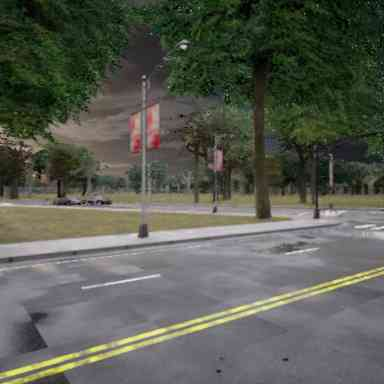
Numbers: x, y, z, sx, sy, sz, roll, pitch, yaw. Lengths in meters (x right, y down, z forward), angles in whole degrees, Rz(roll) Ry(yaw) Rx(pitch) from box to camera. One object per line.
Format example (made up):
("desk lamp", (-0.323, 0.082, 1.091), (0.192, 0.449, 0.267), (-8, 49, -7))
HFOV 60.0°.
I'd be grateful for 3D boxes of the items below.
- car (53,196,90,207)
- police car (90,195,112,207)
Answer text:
("car", (-17.520, 1.376, 47.429), (5.357, 1.411, 2.033), (0, 0, 32))
("police car", (-14.094, 1.266, 49.237), (5.238, 1.638, 1.930), (0, 0, 31))
